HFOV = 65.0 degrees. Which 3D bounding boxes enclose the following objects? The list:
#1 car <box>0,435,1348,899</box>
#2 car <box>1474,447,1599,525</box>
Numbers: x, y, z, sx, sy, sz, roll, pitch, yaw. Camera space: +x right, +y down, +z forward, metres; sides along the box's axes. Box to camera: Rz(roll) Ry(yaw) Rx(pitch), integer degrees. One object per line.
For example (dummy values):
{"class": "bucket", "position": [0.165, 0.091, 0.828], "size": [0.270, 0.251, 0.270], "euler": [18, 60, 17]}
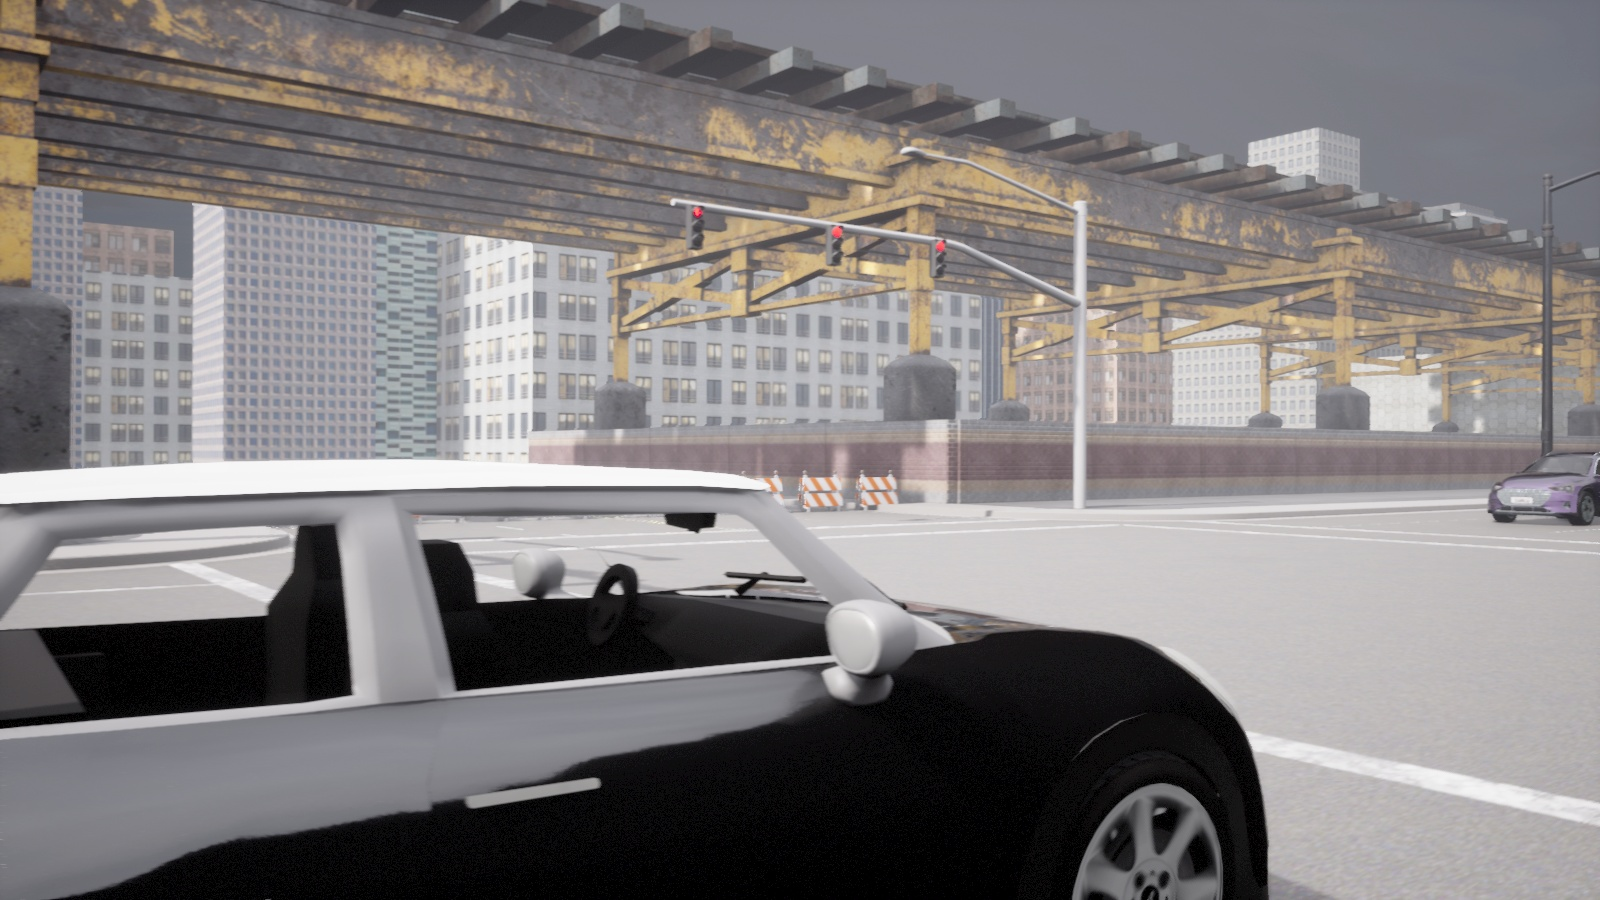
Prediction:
{"class": "car", "position": [-0.583, 0.721, 3.253], "size": [3.806, 1.475, 1.970], "euler": [0, 0, -35]}
{"class": "car", "position": [17.740, 0.760, 28.803], "size": [4.856, 1.649, 2.033], "euler": [0, 0, -35]}
